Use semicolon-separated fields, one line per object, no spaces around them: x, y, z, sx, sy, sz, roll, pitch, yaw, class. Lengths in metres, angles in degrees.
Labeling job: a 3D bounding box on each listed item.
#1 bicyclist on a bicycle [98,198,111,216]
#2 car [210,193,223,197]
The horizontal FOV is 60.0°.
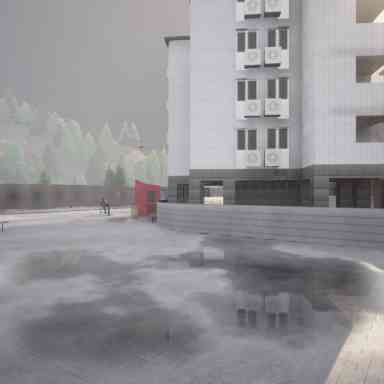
-7.837;1.349;29.750;1.656;1.620;0.582;0;0;36;bicyclist on a bicycle
3.670;1.222;53.068;2.150;2.045;5.566;0;0;35;car
